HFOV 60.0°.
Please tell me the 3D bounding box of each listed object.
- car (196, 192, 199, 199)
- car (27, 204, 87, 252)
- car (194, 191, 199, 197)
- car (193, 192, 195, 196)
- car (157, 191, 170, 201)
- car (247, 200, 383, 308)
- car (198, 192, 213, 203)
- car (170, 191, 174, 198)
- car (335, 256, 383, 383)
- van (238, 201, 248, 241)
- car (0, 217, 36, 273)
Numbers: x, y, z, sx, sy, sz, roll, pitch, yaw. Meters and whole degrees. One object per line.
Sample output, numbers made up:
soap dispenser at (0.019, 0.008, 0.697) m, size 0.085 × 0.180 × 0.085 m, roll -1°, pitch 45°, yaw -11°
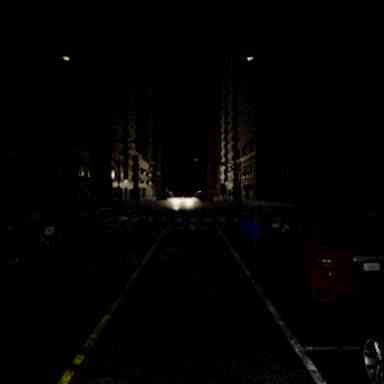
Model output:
car at (2.370, 1.109, 68.406) m, size 1.802 × 1.307 × 4.206 m, roll 0°, pitch 0°, yaw -1°
car at (-5.659, 1.341, 13.210) m, size 1.967 × 1.590 × 4.097 m, roll 0°, pitch 0°, yaw 0°
car at (2.129, 1.042, 79.710) m, size 1.802 × 1.307 × 4.206 m, roll 0°, pitch 0°, yaw -1°
car at (2.008, 0.981, 85.363) m, size 1.887 × 1.381 × 4.507 m, roll 0°, pitch 0°, yaw -1°
car at (-6.153, 0.968, 68.233) m, size 1.967 × 1.590 × 4.097 m, roll 0°, pitch 0°, yaw -1°
car at (2.864, 1.257, 7.685) m, size 2.192 × 1.841 × 5.009 m, roll 0°, pitch 0°, yaw 0°
car at (2.611, 1.039, 57.098) m, size 1.967 × 1.590 × 4.097 m, roll 0°, pitch 0°, yaw -1°
car at (-6.516, 0.752, 85.193) m, size 2.192 × 1.841 × 5.009 m, roll 0°, pitch 0°, yaw -1°
car at (2.860, 1.549, 2.163) m, size 1.947 × 1.339 × 4.313 m, roll 0°, pitch 0°, yaw 0°
van at (2.867, 1.242, 13.208) m, size 1.690 × 1.788 × 3.998 m, roll 0°, pitch 0°, yaw 0°
car at (-5.663, 1.508, 7.686) m, size 1.947 × 1.339 × 4.313 m, roll 0°, pitch 0°, yaw 0°
